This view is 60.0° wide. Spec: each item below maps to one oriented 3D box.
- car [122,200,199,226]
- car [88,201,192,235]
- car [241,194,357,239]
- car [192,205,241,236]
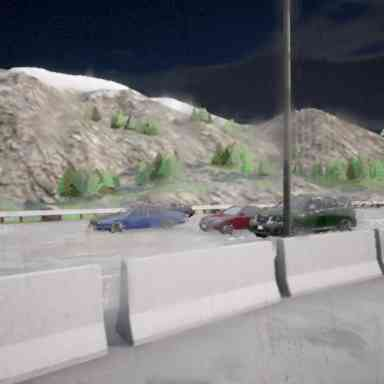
[{"bbox_3d":[-2.181,1.397,23.233,4.902,1.511,2.128,0,0,-31],"label":"car"},{"bbox_3d":[-2.943,1.476,18.682,5.357,1.411,2.033,0,0,-32],"label":"car"},{"bbox_3d":[5.282,1.137,15.505,5.566,2.045,2.150,0,0,-30],"label":"car"},{"bbox_3d":[2.610,1.439,17.959,4.674,1.442,1.812,0,0,-31],"label":"car"}]
